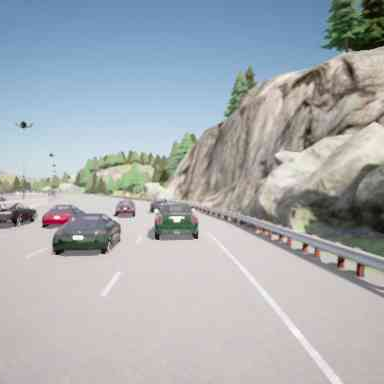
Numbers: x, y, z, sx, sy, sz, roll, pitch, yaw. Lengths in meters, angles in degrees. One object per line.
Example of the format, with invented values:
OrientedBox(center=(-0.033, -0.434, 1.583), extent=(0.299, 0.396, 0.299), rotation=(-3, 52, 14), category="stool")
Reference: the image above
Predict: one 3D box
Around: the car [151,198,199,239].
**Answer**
OrientedBox(center=(-0.883, 1.301, 17.284), extent=(2.097, 1.767, 4.553), rotation=(0, 0, -5), category="car")

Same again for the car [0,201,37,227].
OrientedBox(center=(-11.990, 1.446, 22.315), extent=(2.128, 1.511, 4.902), rotation=(0, 0, -7), category="car")

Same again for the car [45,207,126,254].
OrientedBox(center=(-4.054, 1.531, 13.424), extent=(1.994, 1.385, 4.181), rotation=(0, 0, -4), category="car")

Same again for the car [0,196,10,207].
OrientedBox(center=(-28.351, 1.397, 48.529), extent=(2.128, 1.511, 4.902), rotation=(0, 0, -16), category="car")

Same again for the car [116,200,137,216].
OrientedBox(center=(-6.218, 1.464, 31.288), extent=(2.033, 1.411, 5.357), rotation=(0, 0, -10), category="car")

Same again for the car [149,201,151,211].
OrientedBox(center=(-3.550, 1.389, 35.941), extent=(2.128, 1.511, 4.902), rotation=(0, 0, -11), category="car")

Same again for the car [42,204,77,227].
OrientedBox(center=(-8.461, 1.512, 22.206), extent=(1.994, 1.385, 4.181), rotation=(0, 0, -7), category="car")
